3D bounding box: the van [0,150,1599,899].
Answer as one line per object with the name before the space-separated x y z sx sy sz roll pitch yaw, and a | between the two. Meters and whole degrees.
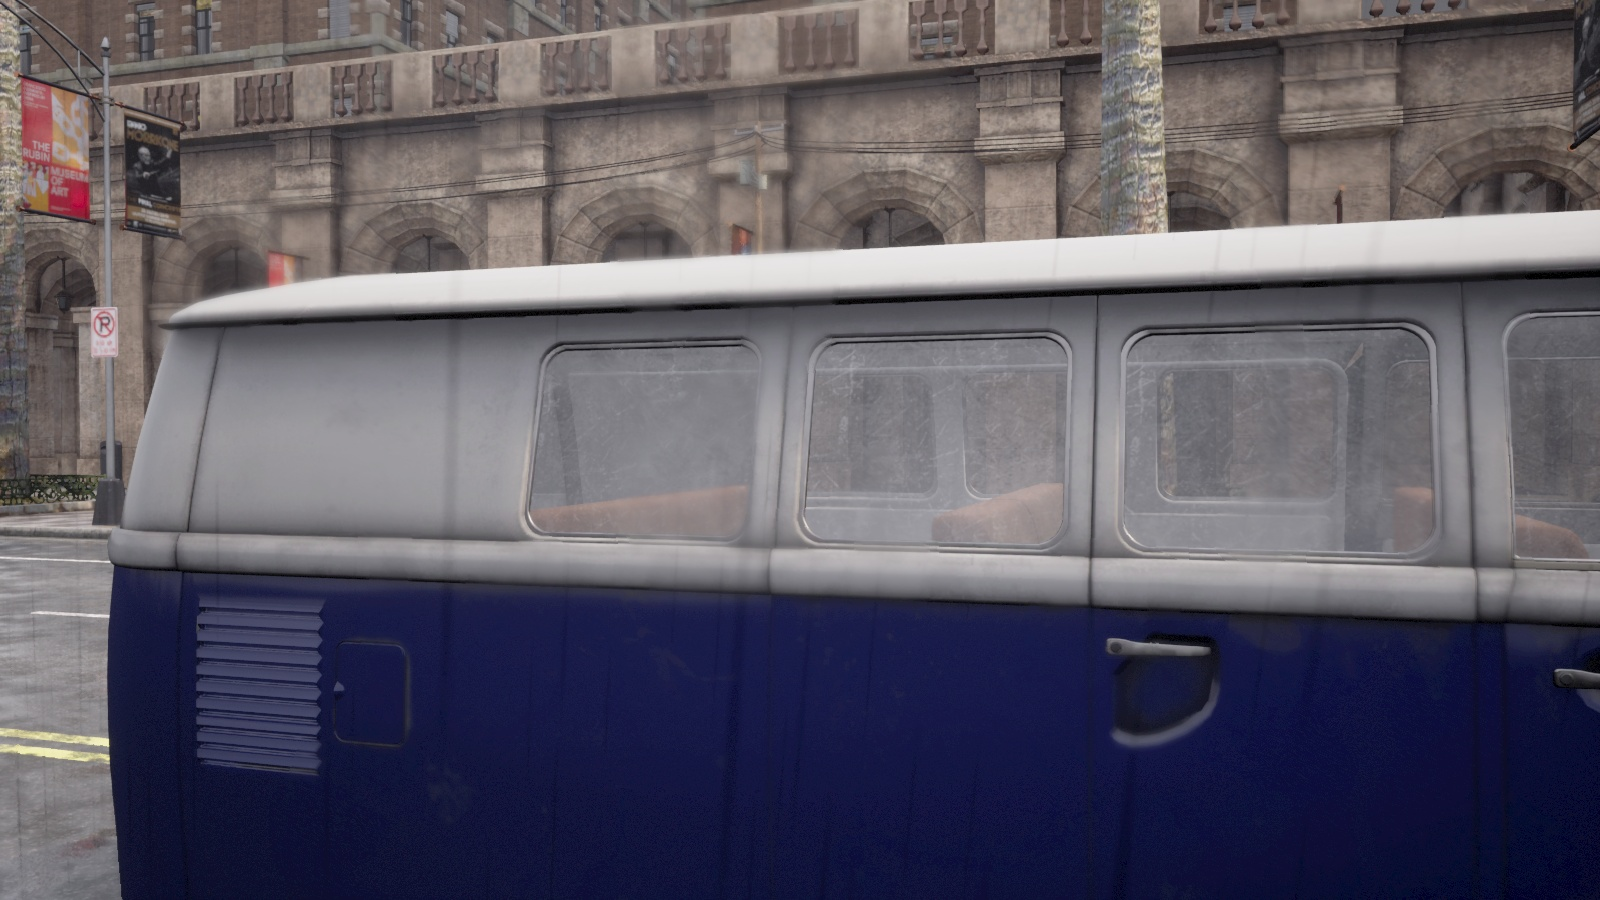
van | 0.567 0.533 2.993 4.442 1.987 1.775 1 1 18
